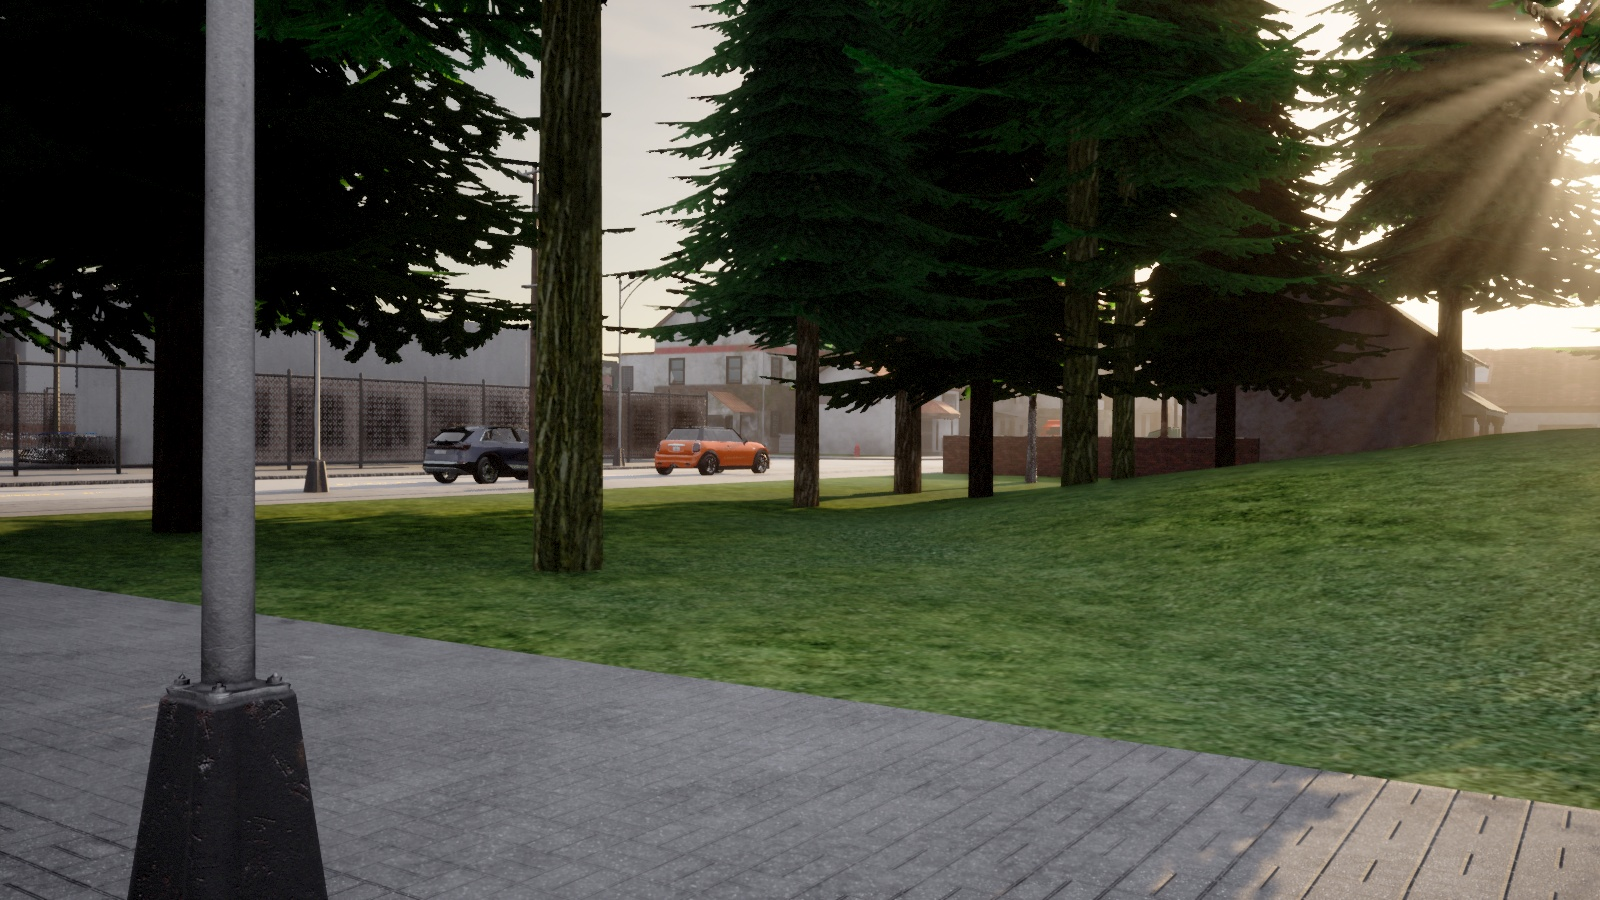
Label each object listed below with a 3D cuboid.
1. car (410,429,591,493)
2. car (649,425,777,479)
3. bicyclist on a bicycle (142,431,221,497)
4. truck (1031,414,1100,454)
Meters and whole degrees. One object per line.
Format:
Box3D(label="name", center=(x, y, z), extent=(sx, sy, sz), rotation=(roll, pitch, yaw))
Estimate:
Box3D(label="car", center=(-8.315, 0.255, 35.293), extent=(2.033, 1.649, 4.856), rotation=(0, 1, 34))
Box3D(label="car", center=(-2.931, 0.024, 43.387), extent=(2.097, 1.767, 4.553), rotation=(0, 1, 33))
Box3D(label="bicyclist on a bicycle", center=(-15.564, 0.374, 31.613), extent=(0.866, 1.612, 1.509), rotation=(0, -2, 33))
Box3D(label="truck", center=(17.161, -1.016, 80.939), extent=(2.627, 2.467, 5.204), rotation=(0, 1, 33))
